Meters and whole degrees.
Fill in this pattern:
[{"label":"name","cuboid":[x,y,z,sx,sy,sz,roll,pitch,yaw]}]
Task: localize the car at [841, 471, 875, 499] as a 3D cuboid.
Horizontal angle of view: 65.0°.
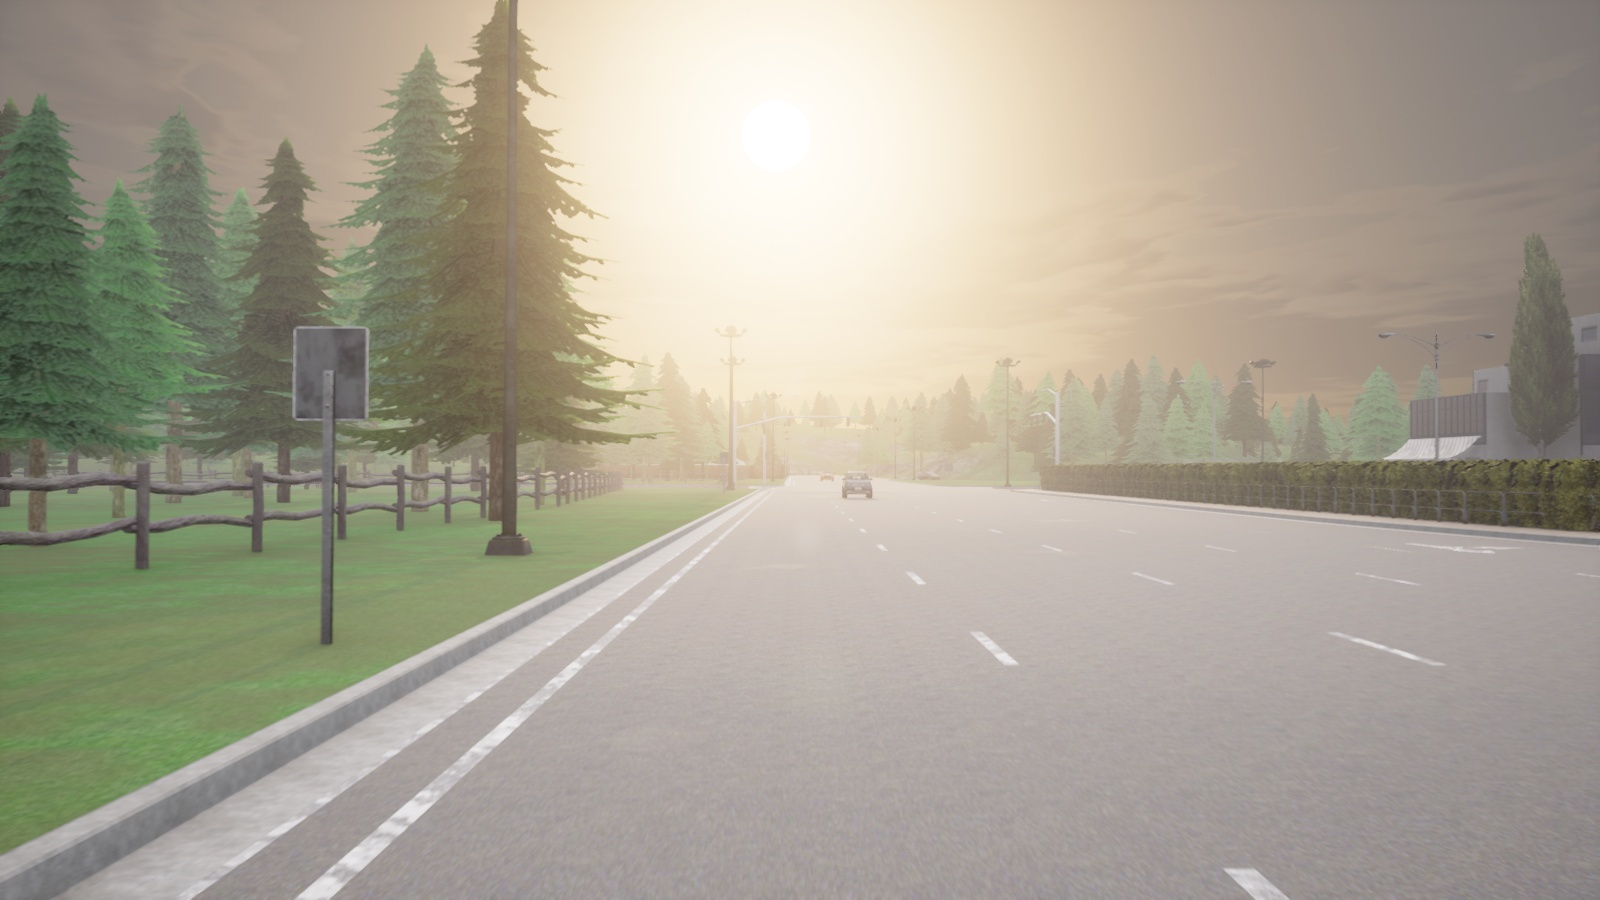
[{"label":"car","cuboid":[3.330,2.004,72.897,1.789,1.549,3.705,0,-1,0]}]
